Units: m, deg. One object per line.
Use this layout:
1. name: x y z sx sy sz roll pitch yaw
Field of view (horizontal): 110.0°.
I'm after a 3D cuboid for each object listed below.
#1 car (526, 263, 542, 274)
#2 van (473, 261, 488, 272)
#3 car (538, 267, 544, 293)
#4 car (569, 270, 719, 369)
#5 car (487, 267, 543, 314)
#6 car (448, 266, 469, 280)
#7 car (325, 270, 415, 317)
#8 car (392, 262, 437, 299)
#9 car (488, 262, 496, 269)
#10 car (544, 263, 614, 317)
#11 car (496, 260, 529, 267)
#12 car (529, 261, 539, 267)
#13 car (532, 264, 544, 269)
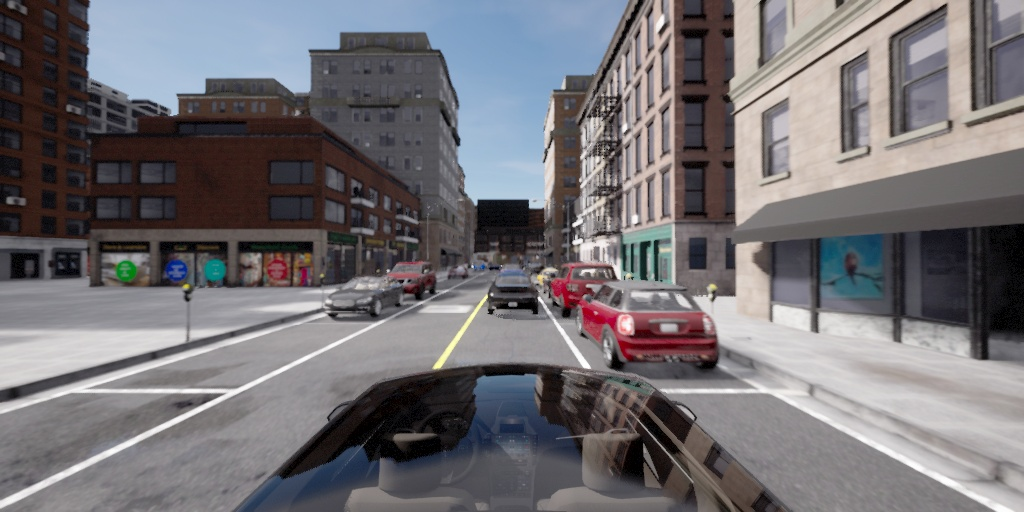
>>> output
1. car: 3.024 1.709 49.964 1.837 1.490 4.892 0 -1 0
2. van: -5.384 1.631 58.908 1.690 1.789 3.998 0 0 0
3. car: 2.639 1.481 19.276 1.948 1.339 4.313 0 0 0
4. car: 2.638 1.248 7.952 1.967 1.591 4.097 0 0 0
5. car: 0.047 1.375 14.354 1.837 1.490 4.892 0 0 0
6. car: -5.385 1.657 36.262 1.802 1.307 4.207 0 0 0
7. car: -5.387 1.413 13.615 2.007 1.370 4.403 0 0 0
8. car: -5.386 1.230 19.277 2.192 1.841 5.009 0 0 0
9. car: -2.798 1.896 59.467 1.895 1.301 4.718 0 -1 1
10. car: 2.639 1.177 13.614 2.192 1.841 5.009 0 0 0
11. car: 0.047 1.360 29.208 2.097 1.767 4.553 0 -1 0
12. car: 3.023 1.642 42.964 1.837 1.490 4.892 0 -1 0
13. car: 2.639 1.494 25.107 1.751 1.417 4.829 0 0 0
